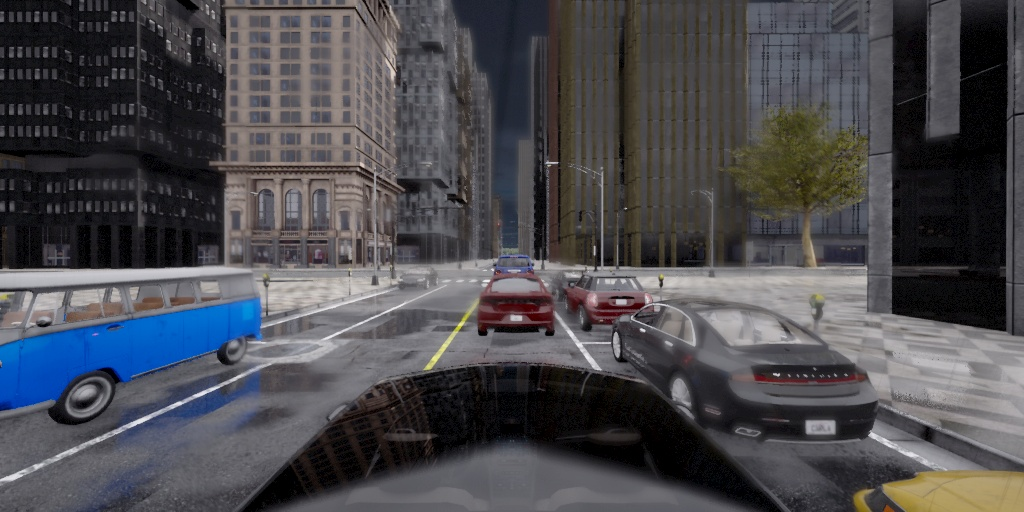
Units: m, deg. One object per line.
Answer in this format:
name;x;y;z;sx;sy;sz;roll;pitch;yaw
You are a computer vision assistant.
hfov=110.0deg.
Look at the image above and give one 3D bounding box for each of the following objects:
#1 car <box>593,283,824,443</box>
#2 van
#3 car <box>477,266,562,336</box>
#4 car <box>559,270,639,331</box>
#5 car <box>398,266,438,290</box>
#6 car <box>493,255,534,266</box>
car;2.769;1.300;5.390;2.007;1.370;4.403;0;0;0
van;-5.756;1.090;5.402;1.690;1.789;3.998;0;0;0
car;0.107;1.226;10.417;1.882;1.535;5.008;0;0;0
car;2.778;1.188;11.031;1.967;1.591;4.097;0;0;0
car;-5.730;1.296;22.325;2.007;1.370;4.403;0;0;0
car;0.105;0.967;20.301;2.150;2.045;5.566;0;0;0
